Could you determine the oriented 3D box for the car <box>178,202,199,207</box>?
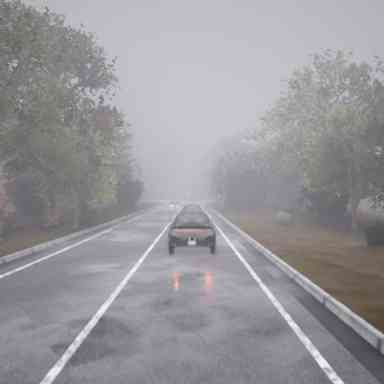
[{"bbox_3d":[0.008,1.769,29.284,1.994,1.385,4.181,0,0,0],"label":"car"}]

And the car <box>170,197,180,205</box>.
[{"bbox_3d":[-3.497,1.869,67.797,2.128,1.511,4.902,0,0,0],"label":"car"}]

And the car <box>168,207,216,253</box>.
[{"bbox_3d":[0.007,1.615,14.288,2.128,1.511,4.902,0,0,0],"label":"car"}]
